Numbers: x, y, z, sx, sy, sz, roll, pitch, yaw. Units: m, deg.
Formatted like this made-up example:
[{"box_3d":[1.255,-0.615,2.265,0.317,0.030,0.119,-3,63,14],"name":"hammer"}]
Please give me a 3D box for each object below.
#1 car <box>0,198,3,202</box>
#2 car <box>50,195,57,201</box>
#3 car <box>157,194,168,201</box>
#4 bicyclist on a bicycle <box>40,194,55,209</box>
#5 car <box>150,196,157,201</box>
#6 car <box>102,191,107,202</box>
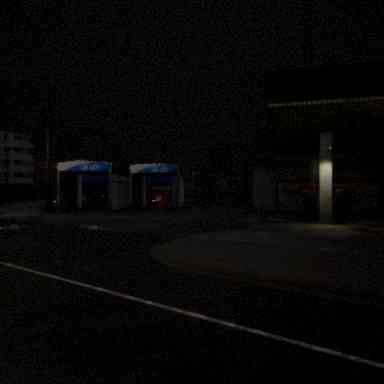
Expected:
[{"box_3d":[-32.937,1.191,53.277,1.895,1.301,4.718,0,0,19],"name":"car"},{"box_3d":[-26.153,0.918,66.779,2.097,1.767,4.553,0,0,33],"name":"car"},{"box_3d":[-5.494,1.157,71.658,1.882,1.535,5.008,1,0,39],"name":"car"},{"box_3d":[-15.980,1.058,36.843,1.656,1.620,0.582,0,0,1],"name":"bicyclist on a bicycle"},{"box_3d":[-10.229,1.206,71.048,1.994,1.385,4.181,1,0,35],"name":"car"},{"box_3d":[-15.544,0.873,63.583,2.150,2.045,5.566,1,0,35],"name":"car"}]
